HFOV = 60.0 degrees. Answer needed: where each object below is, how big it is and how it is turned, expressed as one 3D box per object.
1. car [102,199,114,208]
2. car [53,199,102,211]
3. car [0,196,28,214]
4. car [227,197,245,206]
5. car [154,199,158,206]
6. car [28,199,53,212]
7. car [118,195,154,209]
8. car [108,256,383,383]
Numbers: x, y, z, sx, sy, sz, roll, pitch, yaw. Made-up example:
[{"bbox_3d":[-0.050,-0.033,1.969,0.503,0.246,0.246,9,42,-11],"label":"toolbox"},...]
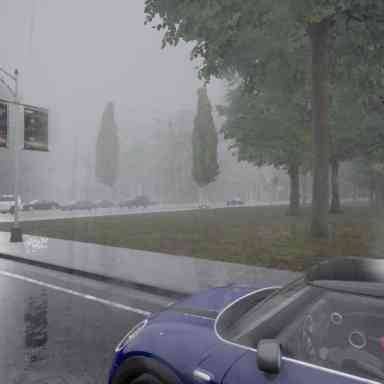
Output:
[{"bbox_3d":[-14.077,1.837,51.192,1.994,1.385,4.181,0,0,35],"label":"car"},{"bbox_3d":[-15.102,1.778,44.062,2.033,1.411,5.357,0,0,35],"label":"car"},{"bbox_3d":[-21.065,1.399,35.546,2.150,2.045,5.566,0,0,34],"label":"car"},{"bbox_3d":[8.809,1.818,66.574,2.097,1.767,4.553,0,-1,35],"label":"car"},{"bbox_3d":[-8.131,1.836,59.636,2.128,1.511,4.902,0,0,36],"label":"car"},{"bbox_3d":[-19.759,1.695,43.073,1.882,1.535,5.008,0,0,35],"label":"car"},{"bbox_3d":[-9.113,1.514,52.615,2.150,2.045,5.566,0,0,36],"label":"car"},{"bbox_3d":[1.416,1.352,2.679,4.553,1.767,2.097,0,0,36],"label":"car"}]
